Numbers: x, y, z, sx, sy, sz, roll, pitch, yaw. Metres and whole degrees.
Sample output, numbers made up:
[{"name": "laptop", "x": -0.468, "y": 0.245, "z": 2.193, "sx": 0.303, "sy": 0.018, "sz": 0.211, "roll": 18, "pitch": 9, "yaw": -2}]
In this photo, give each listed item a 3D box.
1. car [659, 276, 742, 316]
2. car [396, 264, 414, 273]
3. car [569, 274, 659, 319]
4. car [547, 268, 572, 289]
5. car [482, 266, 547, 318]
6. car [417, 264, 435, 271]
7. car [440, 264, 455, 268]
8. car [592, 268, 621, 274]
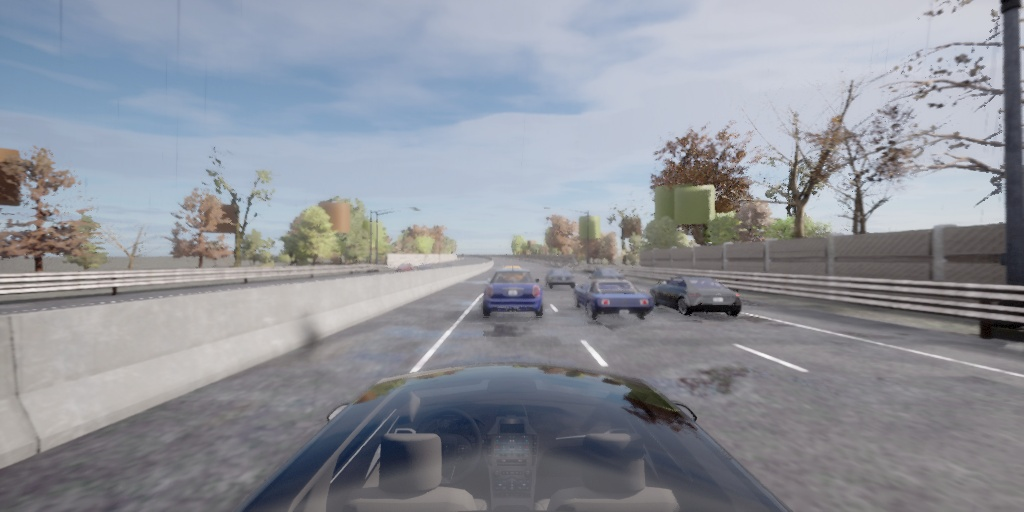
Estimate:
[{"name": "car", "x": 7.049, "y": 1.482, "z": 14.234, "sx": 1.994, "sy": 1.385, "sz": 4.181, "roll": 0, "pitch": -1, "yaw": 1}, {"name": "car", "x": -17.561, "y": 2.034, "z": 59.061, "sx": 1.812, "sy": 1.442, "sz": 4.674, "roll": 0, "pitch": -1, "yaw": 0}, {"name": "car", "x": 3.542, "y": 1.508, "z": 13.476, "sx": 1.895, "sy": 1.301, "sz": 4.718, "roll": 0, "pitch": -1, "yaw": 1}, {"name": "car", "x": 3.533, "y": 1.634, "z": 26.904, "sx": 2.033, "sy": 1.411, "sz": 5.357, "roll": 0, "pitch": -1, "yaw": 1}, {"name": "car", "x": 0.047, "y": 1.266, "z": 14.017, "sx": 2.097, "sy": 1.767, "sz": 4.553, "roll": 0, "pitch": -1, "yaw": 0}, {"name": "car", "x": -14.052, "y": 2.057, "z": 59.122, "sx": 2.033, "sy": 1.411, "sz": 5.357, "roll": 0, "pitch": -1, "yaw": 0}, {"name": "car", "x": -10.565, "y": 2.015, "z": 59.177, "sx": 1.837, "sy": 1.490, "sz": 4.892, "roll": 0, "pitch": -1, "yaw": 0}, {"name": "car", "x": 7.032, "y": 1.634, "z": 26.946, "sx": 2.033, "sy": 1.411, "sz": 5.357, "roll": 0, "pitch": -1, "yaw": 1}]
